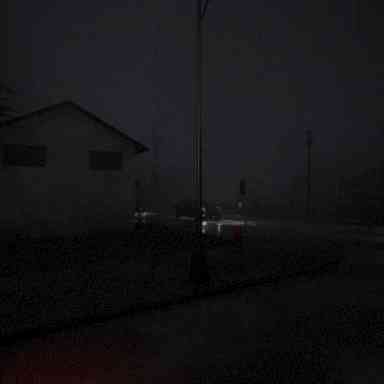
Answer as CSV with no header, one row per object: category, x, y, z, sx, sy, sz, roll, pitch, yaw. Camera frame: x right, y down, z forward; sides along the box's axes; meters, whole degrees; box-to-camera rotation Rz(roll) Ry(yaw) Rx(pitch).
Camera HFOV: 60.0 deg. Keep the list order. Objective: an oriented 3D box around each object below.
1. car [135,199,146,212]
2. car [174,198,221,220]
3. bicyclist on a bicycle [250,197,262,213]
car,-6.956,1.497,38.047,2.128,1.511,4.902,0,0,-36
car,0.403,1.358,27.765,2.097,1.767,4.553,0,0,-36
bicyclist on a bicycle,6.484,1.357,33.694,1.656,1.620,0.582,0,0,-36
